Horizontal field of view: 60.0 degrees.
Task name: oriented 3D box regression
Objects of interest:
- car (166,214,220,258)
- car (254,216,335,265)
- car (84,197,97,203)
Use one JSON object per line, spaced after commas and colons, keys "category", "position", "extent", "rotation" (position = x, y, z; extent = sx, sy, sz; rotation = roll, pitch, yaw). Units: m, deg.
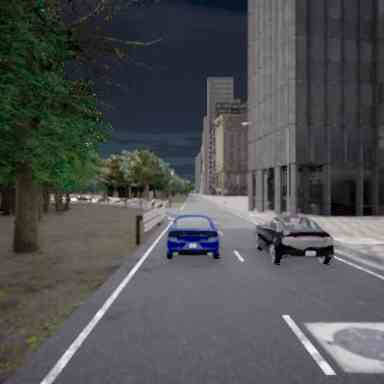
{"category": "car", "position": [0.056, 1.639, 13.493], "extent": [1.882, 1.535, 5.008], "rotation": [0, 0, 1]}
{"category": "car", "position": [3.542, 1.639, 12.277], "extent": [2.128, 1.511, 4.902], "rotation": [0, -1, 1]}
{"category": "car", "position": [-26.893, 2.057, 88.181], "extent": [4.892, 1.490, 1.837], "rotation": [1, 0, 44]}
